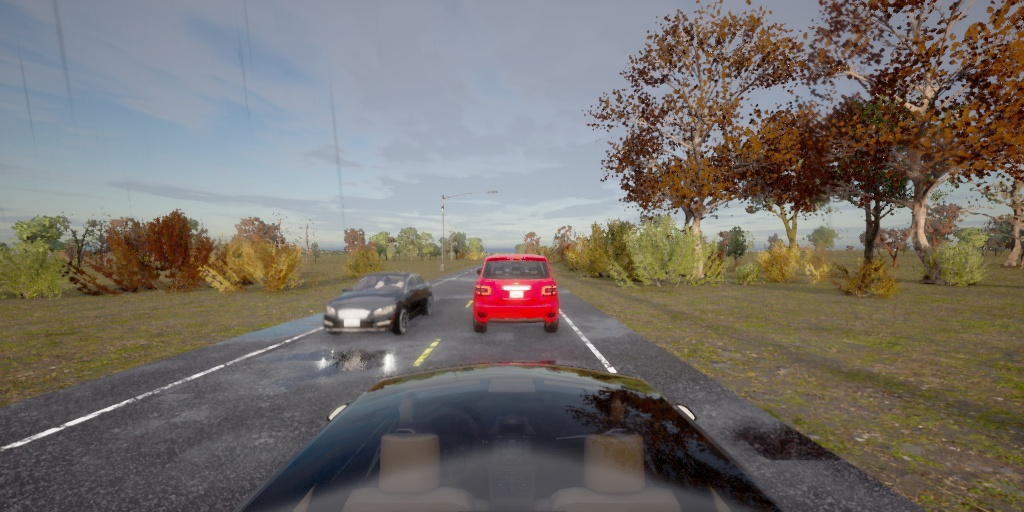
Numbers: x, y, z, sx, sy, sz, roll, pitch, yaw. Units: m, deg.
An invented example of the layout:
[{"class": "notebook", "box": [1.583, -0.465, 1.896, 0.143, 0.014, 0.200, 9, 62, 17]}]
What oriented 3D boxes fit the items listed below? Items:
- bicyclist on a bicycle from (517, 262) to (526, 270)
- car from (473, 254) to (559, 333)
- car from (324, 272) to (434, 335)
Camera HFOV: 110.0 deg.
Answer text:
[{"class": "bicyclist on a bicycle", "box": [0.874, 1.115, 30.072, 0.659, 1.776, 1.843, 0, 0, 0]}, {"class": "car", "box": [0.083, 0.970, 10.893, 2.150, 2.045, 5.566, 0, 0, -1]}, {"class": "car", "box": [-3.614, 1.240, 10.544, 2.128, 1.511, 4.902, 0, 0, 0]}]
